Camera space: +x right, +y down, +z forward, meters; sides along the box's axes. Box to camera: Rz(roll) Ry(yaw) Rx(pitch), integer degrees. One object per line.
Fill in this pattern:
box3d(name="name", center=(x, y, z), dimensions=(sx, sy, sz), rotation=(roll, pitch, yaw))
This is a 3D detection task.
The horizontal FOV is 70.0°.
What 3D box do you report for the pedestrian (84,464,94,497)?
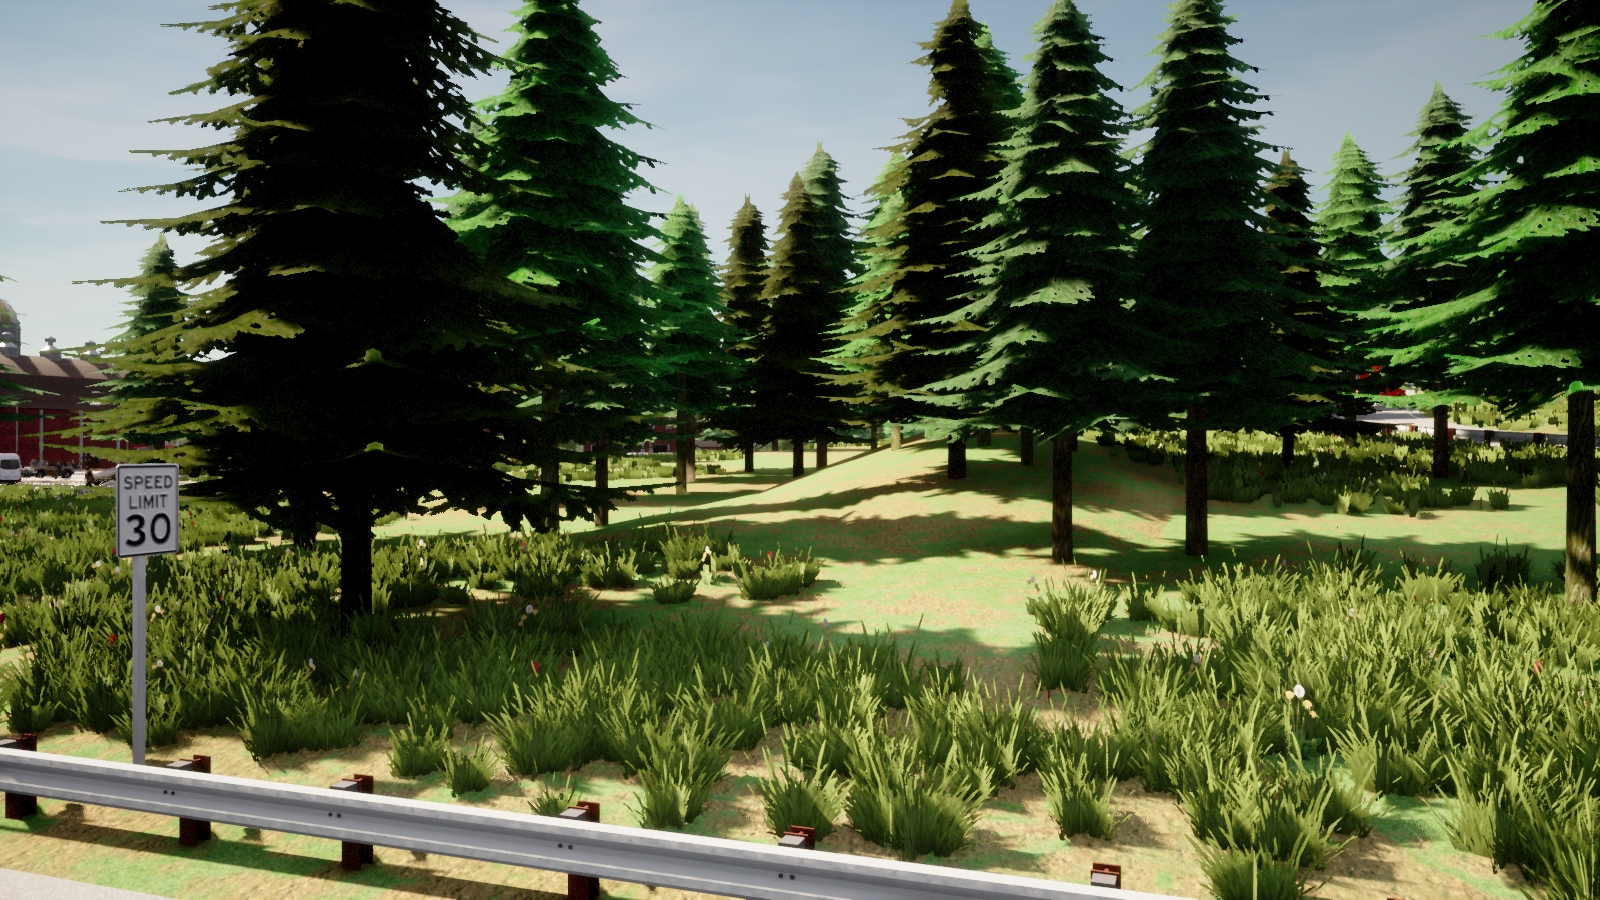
box3d(name="pedestrian", center=(-40.101, 1.700, 64.470), dimensions=(0.375, 1.860, 0.375), rotation=(0, 0, 35))
